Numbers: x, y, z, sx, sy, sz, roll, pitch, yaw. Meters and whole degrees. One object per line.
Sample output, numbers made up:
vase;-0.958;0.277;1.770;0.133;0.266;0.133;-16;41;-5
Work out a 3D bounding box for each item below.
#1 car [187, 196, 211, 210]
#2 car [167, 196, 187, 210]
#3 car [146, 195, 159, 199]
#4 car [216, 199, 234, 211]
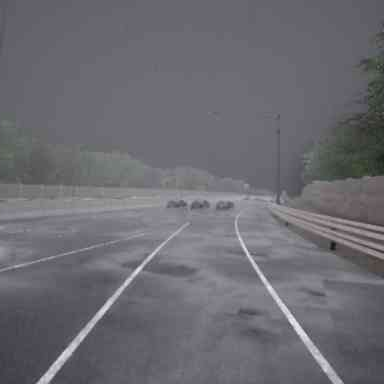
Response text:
car;1.247;1.732;46.809;1.837;1.490;4.892;0;0;18
car;-2.078;1.704;47.899;1.837;1.490;4.892;0;0;18
car;-9.627;1.628;81.047;2.097;1.767;4.553;0;0;18
car;4.574;1.745;45.722;2.128;1.511;4.902;0;0;18
